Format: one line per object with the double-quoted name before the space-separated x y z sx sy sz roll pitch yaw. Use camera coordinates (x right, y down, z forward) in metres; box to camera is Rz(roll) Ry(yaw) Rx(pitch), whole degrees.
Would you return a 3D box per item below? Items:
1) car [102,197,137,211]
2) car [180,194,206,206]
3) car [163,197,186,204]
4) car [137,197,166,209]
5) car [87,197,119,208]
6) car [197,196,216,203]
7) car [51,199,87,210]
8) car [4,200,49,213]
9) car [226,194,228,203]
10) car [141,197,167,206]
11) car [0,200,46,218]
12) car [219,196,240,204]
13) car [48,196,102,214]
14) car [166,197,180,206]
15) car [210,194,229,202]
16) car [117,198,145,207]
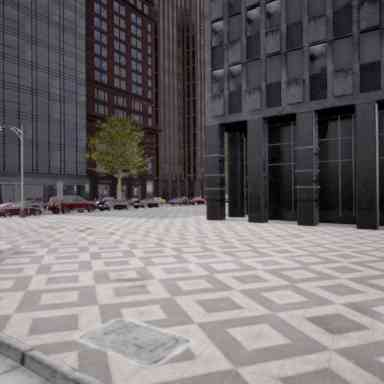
"car" -8.972 1.520 38.590 1.947 1.339 4.313 -1 0 35
"car" 0.619 1.458 52.524 1.887 1.381 4.507 -1 0 35
"car" -3.201 1.568 62.008 1.947 1.339 4.313 -1 0 35
"car" -5.775 1.504 43.234 1.947 1.339 4.313 -1 0 35
"car" -12.796 1.478 48.071 1.967 1.590 4.097 -1 0 35
"car" 3.194 1.529 71.299 1.887 1.381 4.507 -1 0 35
"car" -15.991 1.636 43.426 1.802 1.307 4.206 -1 0 35
"car" -19.189 1.636 38.781 1.947 1.339 4.313 -1 0 35
"car" 3.814 1.218 57.170 2.192 1.841 5.009 -1 0 35
"car" -6.496 1.539 57.222 1.752 1.417 4.829 -1 0 35
"car" -15.366 1.572 29.300 1.802 1.307 4.206 -1 0 35
"car" 7.013 1.459 61.813 1.947 1.339 4.313 -1 0 35
"car" -12.171 1.286 33.946 2.192 1.841 5.009 -1 0 35
"car" -1.623 1.491 53.884 2.033 1.411 5.357 -1 0 35
"car" 6.389 1.290 75.945 2.192 1.841 5.009 -1 0 35
"car" -9.596 1.607 52.717 1.802 1.307 4.206 -1 0 35
